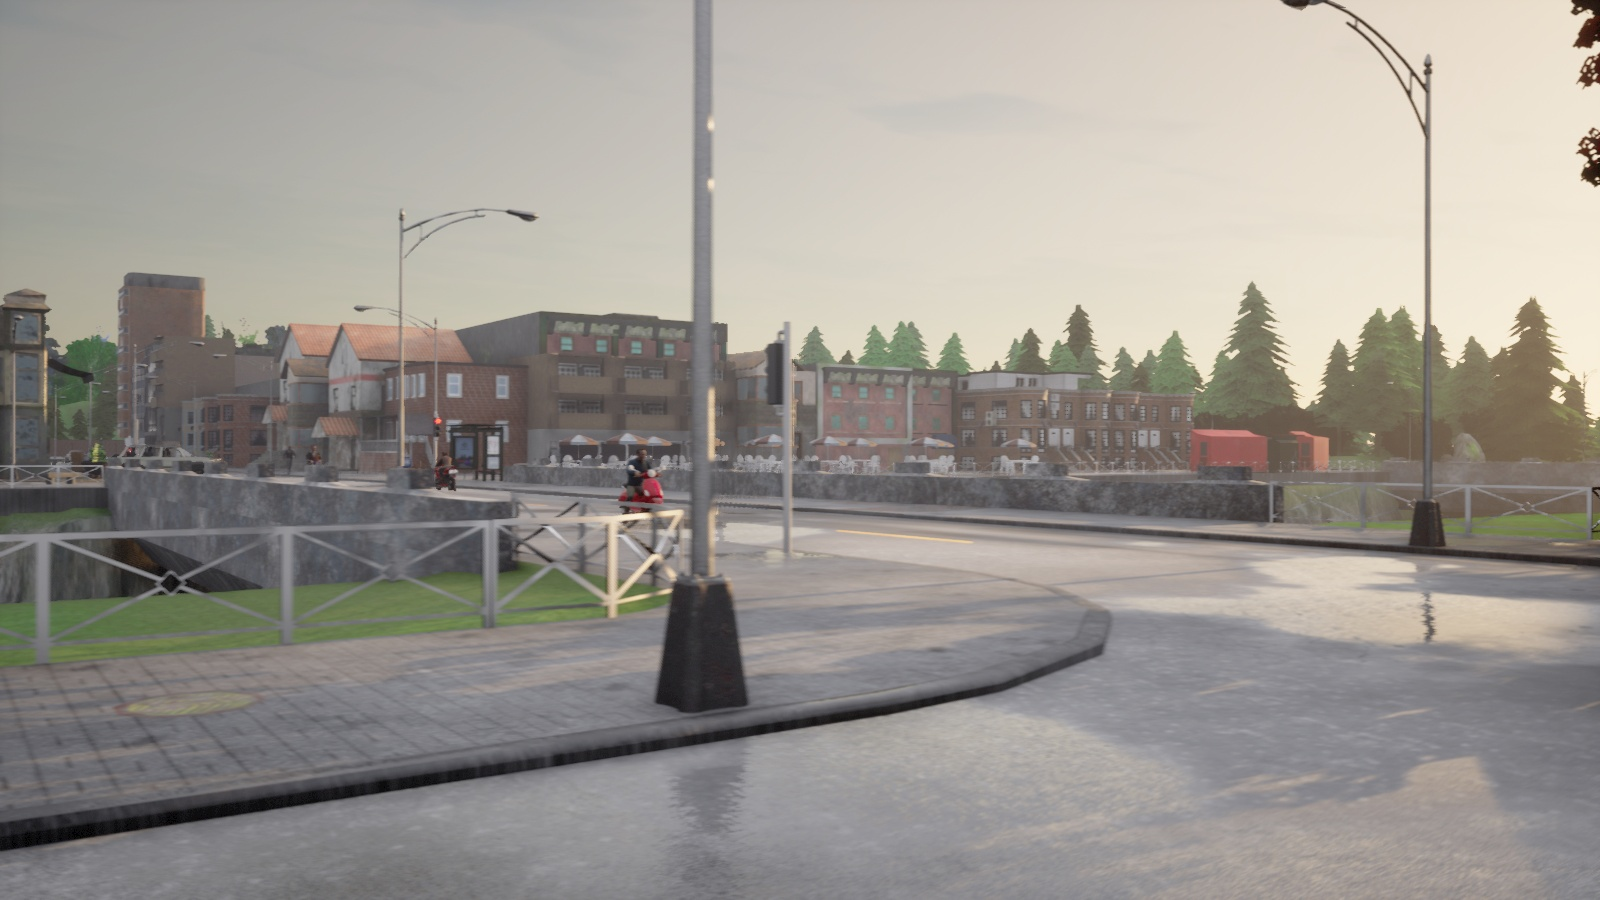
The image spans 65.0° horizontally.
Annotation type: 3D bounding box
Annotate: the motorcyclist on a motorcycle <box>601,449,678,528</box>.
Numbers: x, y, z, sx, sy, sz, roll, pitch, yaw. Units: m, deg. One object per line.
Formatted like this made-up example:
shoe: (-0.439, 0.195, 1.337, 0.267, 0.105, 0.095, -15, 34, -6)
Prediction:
motorcyclist on a motorcycle: (-3.366, 0.770, 26.191, 0.866, 1.590, 1.817, 0, 0, -34)

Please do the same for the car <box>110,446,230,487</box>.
car: (-28.917, 0.764, 57.758, 4.605, 1.855, 1.932, 0, -1, -11)

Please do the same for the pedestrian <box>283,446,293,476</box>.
pedestrian: (-32.637, 0.720, 80.044, 0.563, 1.883, 0.849, 0, 0, -26)

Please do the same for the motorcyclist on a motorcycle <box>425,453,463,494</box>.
motorcyclist on a motorcycle: (-13.553, 0.873, 47.744, 0.797, 1.523, 2.044, 0, 0, -34)
